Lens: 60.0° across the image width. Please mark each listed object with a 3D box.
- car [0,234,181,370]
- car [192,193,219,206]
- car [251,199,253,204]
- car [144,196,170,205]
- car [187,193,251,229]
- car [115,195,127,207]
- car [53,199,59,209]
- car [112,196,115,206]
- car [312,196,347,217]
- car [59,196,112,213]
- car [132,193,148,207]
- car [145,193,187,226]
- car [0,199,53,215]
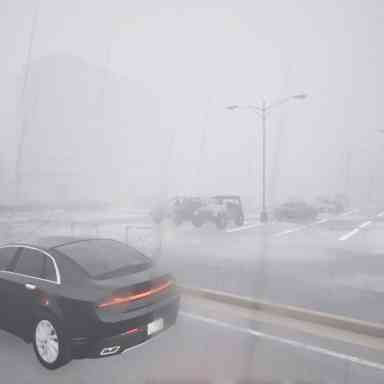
[{"bbox_3d":[-2.448,1.505,5.747,4.892,1.490,1.837,0,0,36],"label":"car"},{"bbox_3d":[2.410,1.221,57.657,2.150,2.045,5.566,0,0,34],"label":"car"},{"bbox_3d":[9.855,1.505,62.469,1.837,1.490,4.892,0,0,34],"label":"car"},{"bbox_3d":[-6.044,1.526,57.934,1.812,1.442,4.674,0,0,35],"label":"car"},{"bbox_3d":[1.714,1.156,20.226,1.905,1.878,3.866,0,0,34],"label":"car"},{"bbox_3d":[-11.824,1.352,49.424,2.097,1.767,4.553,0,0,34],"label":"car"},{"bbox_3d":[-17.161,1.547,41.507,2.033,1.411,5.357,0,0,34],"label":"car"},{"bbox_3d":[-12.487,1.526,42.164,1.812,1.442,4.674,0,0,34],"label":"car"},{"bbox_3d":[13.761,1.395,33.160,1.970,1.475,3.806,0,0,34],"label":"car"},{"bbox_3d":[-11.650,1.477,36.805,1.882,1.535,5.008,0,0,34],"label":"car"},{"bbox_3d":[-6.600,1.221,50.875,2.150,2.045,5.566,0,0,34],"label":"car"},{"bbox_3d":[-0.650,1.153,21.896,1.932,1.855,4.605,0,0,34],"label":"car"},{"bbox_3d":[-17.489,1.601,34.753,1.895,1.301,4.718,0,0,34],"label":"car"}]
